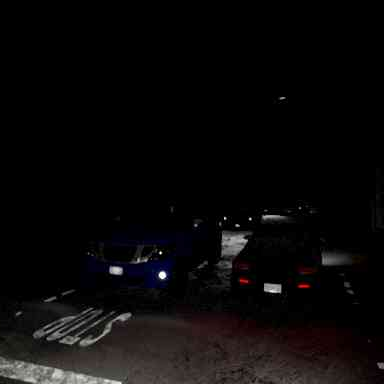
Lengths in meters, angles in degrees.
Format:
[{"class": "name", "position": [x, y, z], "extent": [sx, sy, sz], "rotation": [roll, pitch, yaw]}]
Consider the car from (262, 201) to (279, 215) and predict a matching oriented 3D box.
[{"class": "car", "position": [7.913, 1.642, 34.466], "extent": [1.994, 1.385, 4.181], "rotation": [0, 0, 19]}]

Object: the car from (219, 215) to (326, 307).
[{"class": "car", "position": [2.162, 1.527, 8.034], "extent": [1.812, 1.442, 4.674], "rotation": [0, 0, 19]}]

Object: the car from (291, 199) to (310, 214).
[{"class": "car", "position": [12.204, 1.693, 37.380], "extent": [1.994, 1.385, 4.181], "rotation": [0, -1, 19]}]

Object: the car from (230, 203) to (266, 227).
[{"class": "car", "position": [3.288, 1.606, 20.969], "extent": [1.895, 1.301, 4.718], "rotation": [0, 0, 19]}]

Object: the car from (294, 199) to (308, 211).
[{"class": "car", "position": [15.380, 1.743, 46.883], "extent": [1.882, 1.535, 5.008], "rotation": [0, -1, 19]}]

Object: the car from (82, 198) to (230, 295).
[{"class": "car", "position": [-0.665, 1.223, 9.301], "extent": [2.150, 2.045, 5.566], "rotation": [0, 0, 18]}]
